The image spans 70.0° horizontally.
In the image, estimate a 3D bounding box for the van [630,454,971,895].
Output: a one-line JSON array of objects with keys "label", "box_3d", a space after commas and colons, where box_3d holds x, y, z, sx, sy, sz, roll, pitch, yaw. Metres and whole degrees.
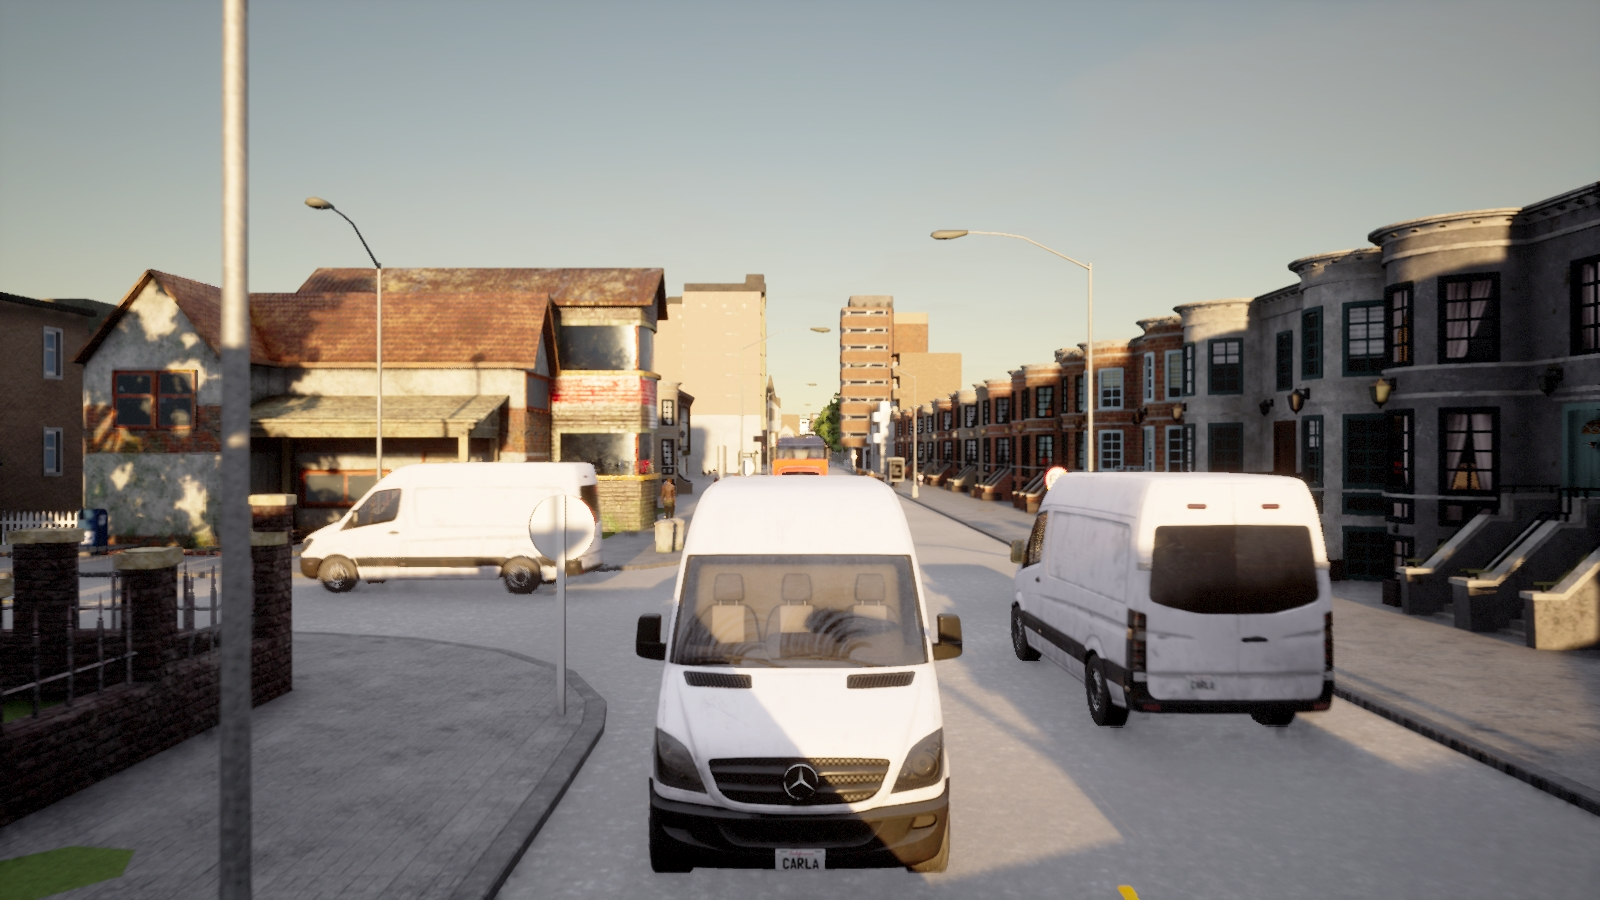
[{"label": "van", "box_3d": [0.001, 1.316, 9.613, 1.988, 2.561, 5.915, 0, 0, 0]}]

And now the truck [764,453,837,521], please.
[{"label": "truck", "box_3d": [0.013, 1.350, 44.049, 2.627, 2.467, 5.204, 0, 0, 0]}]

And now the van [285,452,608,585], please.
[{"label": "van", "box_3d": [-7.052, 1.315, 23.154, 5.915, 2.561, 1.988, 0, 0, 4]}]

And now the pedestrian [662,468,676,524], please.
[{"label": "pedestrian", "box_3d": [-4.368, 1.528, 38.035, 0.375, 1.860, 0.375, 0, 0, 8]}]

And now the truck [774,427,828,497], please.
[{"label": "truck", "box_3d": [0.034, 0.671, 66.028, 2.891, 3.827, 8.468, 0, 0, 0]}]

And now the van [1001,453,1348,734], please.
[{"label": "van", "box_3d": [3.945, 1.314, 13.391, 1.988, 2.561, 5.915, 0, 0, -1]}]
